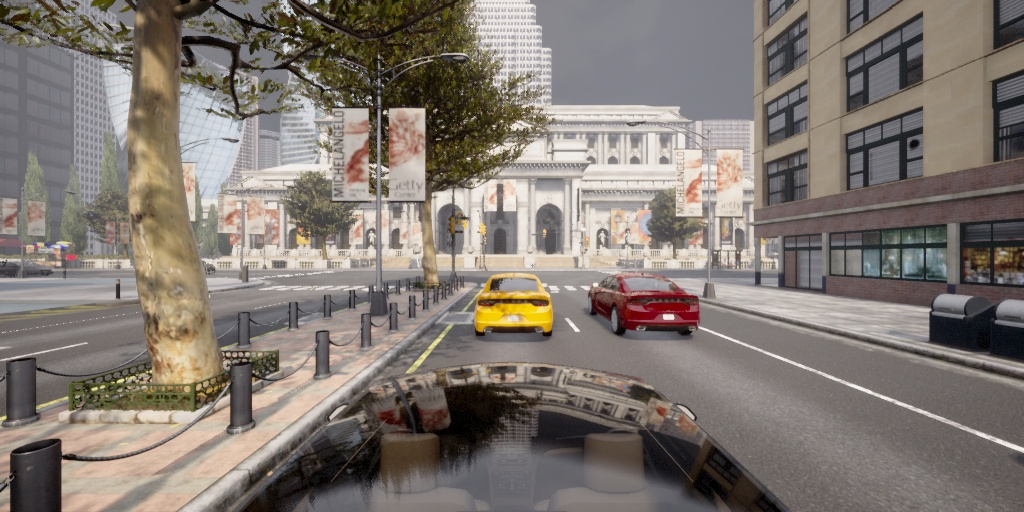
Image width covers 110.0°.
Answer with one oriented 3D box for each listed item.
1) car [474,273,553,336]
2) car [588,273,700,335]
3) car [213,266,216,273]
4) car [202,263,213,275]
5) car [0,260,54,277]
[{"bbox_3d":[0.056,1.228,10.403,1.882,1.535,5.008,0,0,1],"label":"car"},{"bbox_3d":[3.558,1.228,10.582,1.882,1.535,5.008,0,0,0],"label":"car"},{"bbox_3d":[-33.787,1.102,37.564,4.553,1.767,2.097,0,0,0],"label":"car"},{"bbox_3d":[-31.604,1.314,34.058,4.181,1.385,1.994,0,0,0],"label":"car"},{"bbox_3d":[-46.765,1.254,33.983,4.892,1.490,1.837,0,0,-2],"label":"car"}]
